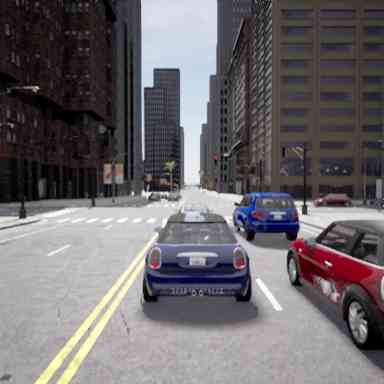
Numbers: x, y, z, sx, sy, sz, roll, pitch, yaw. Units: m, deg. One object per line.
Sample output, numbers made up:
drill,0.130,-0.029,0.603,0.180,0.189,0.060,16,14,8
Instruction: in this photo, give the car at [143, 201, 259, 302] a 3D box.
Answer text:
car,0.100,1.276,8.238,2.097,1.767,4.553,0,1,0

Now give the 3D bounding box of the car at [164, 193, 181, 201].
car,-3.275,0.992,57.611,1.812,1.442,4.674,0,0,0

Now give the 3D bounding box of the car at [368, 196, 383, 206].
car,22.208,0.950,37.021,4.553,1.767,2.097,0,1,0

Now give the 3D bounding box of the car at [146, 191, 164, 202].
car,-6.525,0.971,57.754,1.837,1.490,4.892,0,0,0

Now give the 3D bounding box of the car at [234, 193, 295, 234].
car,3.362,1.072,15.986,2.150,2.045,5.566,0,1,-2

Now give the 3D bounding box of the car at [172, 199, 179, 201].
car,0.104,1.331,17.176,2.128,1.511,4.902,0,1,0

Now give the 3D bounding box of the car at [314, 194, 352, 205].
car,16.704,0.981,39.720,4.097,1.590,1.967,0,1,0

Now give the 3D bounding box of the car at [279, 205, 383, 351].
car,3.348,1.294,6.277,2.097,1.767,4.553,0,1,0
